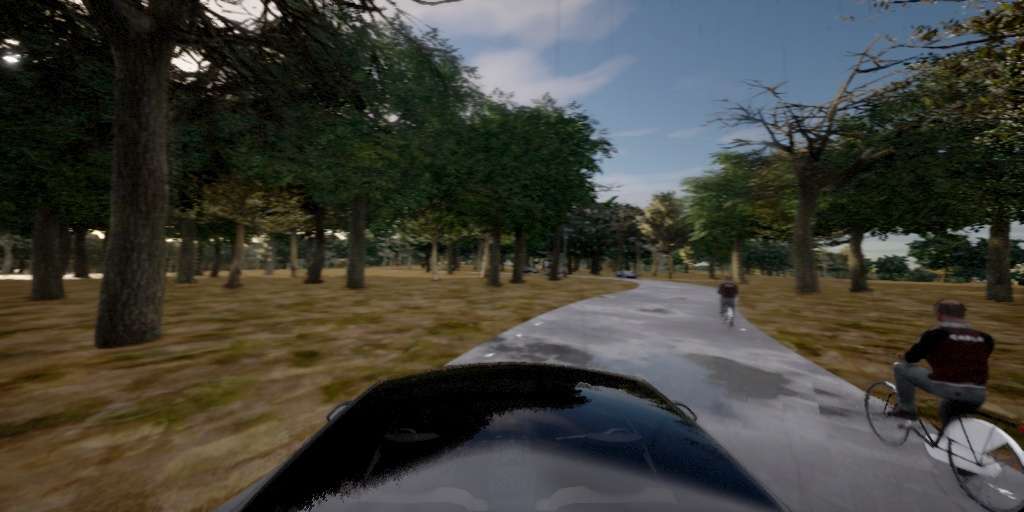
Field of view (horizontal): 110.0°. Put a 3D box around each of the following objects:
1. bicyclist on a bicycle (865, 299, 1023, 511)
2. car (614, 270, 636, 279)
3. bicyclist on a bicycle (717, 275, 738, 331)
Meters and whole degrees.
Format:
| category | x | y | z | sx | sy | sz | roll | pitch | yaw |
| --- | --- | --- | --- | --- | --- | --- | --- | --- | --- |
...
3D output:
| category | x | y | z | sx | sy | sz | roll | pitch | yaw |
| --- | --- | --- | --- | --- | --- | --- | --- | --- | --- |
| bicyclist on a bicycle | 4.230 | 1.308 | 3.640 | 0.659 | 1.776 | 1.843 | 2 | 0 | 15 |
| car | 18.235 | 3.003 | 57.877 | 1.994 | 1.385 | 4.181 | 2 | -2 | -11 |
| bicyclist on a bicycle | 7.061 | 1.503 | 11.793 | 0.659 | 1.776 | 1.843 | 2 | 0 | 23 |
